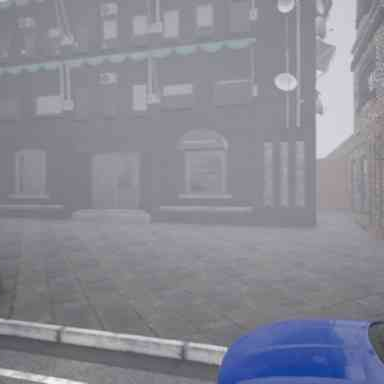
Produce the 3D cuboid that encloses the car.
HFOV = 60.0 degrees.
[{"bbox_3d":[2.639,1.528,2.262,5.008,1.535,1.882,0,-1,15],"label":"car"}]
